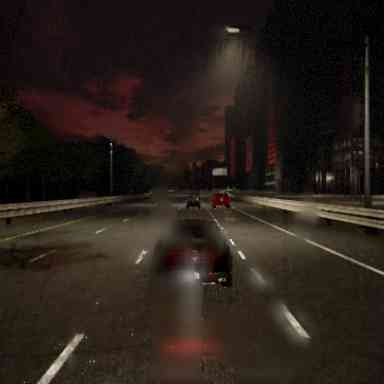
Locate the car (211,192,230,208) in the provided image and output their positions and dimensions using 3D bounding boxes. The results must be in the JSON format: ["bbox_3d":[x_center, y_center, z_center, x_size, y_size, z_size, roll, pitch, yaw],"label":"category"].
[{"bbox_3d":[3.803,1.053,44.972,2.150,2.045,5.566,0,1,1],"label":"car"}]

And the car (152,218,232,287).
[{"bbox_3d":[0.009,1.499,9.306,1.837,1.490,4.892,0,0,0],"label":"car"}]

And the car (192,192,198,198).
[{"bbox_3d":[0.908,0.817,92.889,1.812,1.442,4.674,0,1,1],"label":"car"}]

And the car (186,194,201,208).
[{"bbox_3d":[0.211,1.376,44.956,2.033,1.411,5.357,0,0,1],"label":"car"}]

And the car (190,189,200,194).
[{"bbox_3d":[0.423,0.927,63.530,2.150,2.045,5.566,0,0,1],"label":"car"}]
